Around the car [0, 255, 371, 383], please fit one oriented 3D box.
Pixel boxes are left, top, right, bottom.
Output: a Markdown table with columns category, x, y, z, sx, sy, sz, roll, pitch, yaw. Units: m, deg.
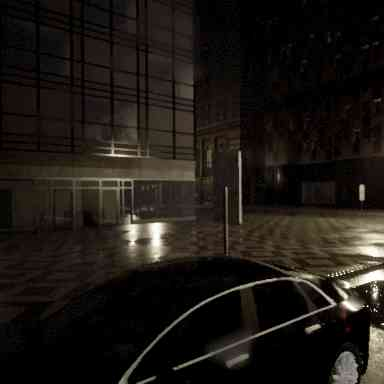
| category | x | y | z | sx | sy | sz | roll | pitch | yaw |
| --- | --- | --- | --- | --- | --- | --- | --- | --- | --- |
| car | -0.111 | 1.505 | 3.294 | 4.892 | 1.490 | 1.837 | 1 | 0 | -36 |
